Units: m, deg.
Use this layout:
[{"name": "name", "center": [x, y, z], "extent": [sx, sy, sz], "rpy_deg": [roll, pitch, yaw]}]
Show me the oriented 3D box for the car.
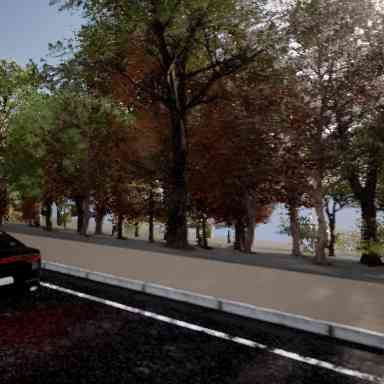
[{"name": "car", "center": [-5.436, 1.490, 7.566], "extent": [5.008, 1.535, 1.882], "rpy_deg": [0, 0, 36]}]
